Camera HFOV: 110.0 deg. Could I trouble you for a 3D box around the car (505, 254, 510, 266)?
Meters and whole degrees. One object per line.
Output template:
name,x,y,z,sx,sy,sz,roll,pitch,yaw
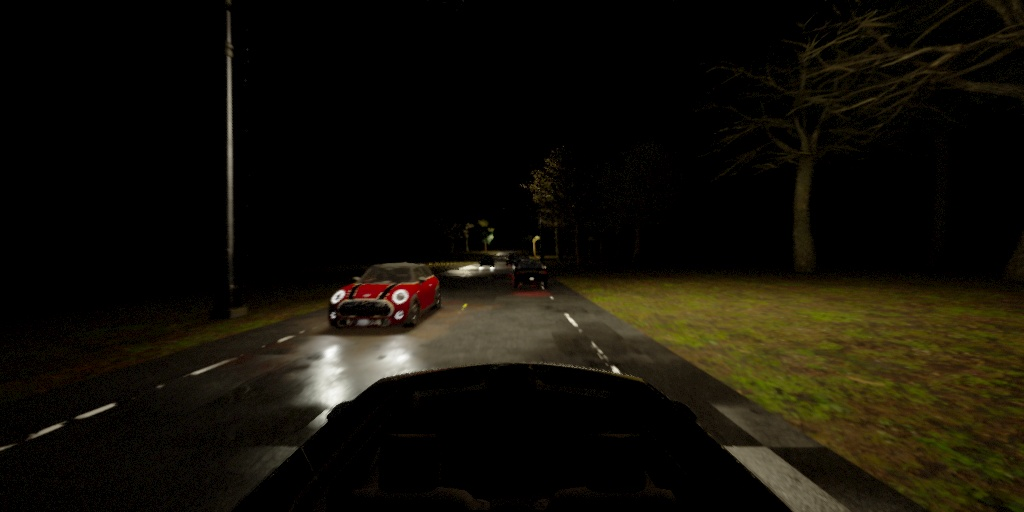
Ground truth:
car,-0.019,0.744,56.487,1.837,1.490,4.892,0,1,0

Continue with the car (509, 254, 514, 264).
car,1.036,0.742,37.337,2.097,1.767,4.553,0,0,0

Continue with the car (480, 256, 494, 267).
car,-3.565,0.757,51.731,1.882,1.535,5.008,0,1,0

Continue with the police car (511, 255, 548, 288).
police car,1.043,0.959,21.476,1.930,1.638,5.238,0,1,0

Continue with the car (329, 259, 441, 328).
car,-3.595,0.997,10.926,2.097,1.767,4.553,0,1,0
